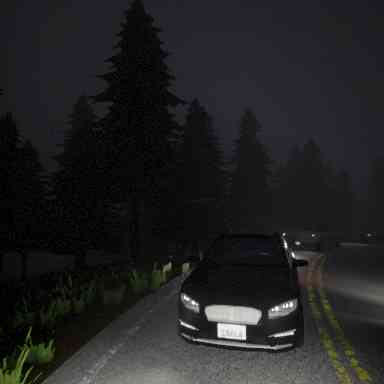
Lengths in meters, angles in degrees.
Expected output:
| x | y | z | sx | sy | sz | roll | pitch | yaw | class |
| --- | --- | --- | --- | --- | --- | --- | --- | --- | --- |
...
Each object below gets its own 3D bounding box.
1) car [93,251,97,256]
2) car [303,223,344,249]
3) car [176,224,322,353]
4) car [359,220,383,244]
| x | y | z | sx | sy | sz | roll | pitch | yaw | class |
| --- | --- | --- | --- | --- | --- | --- | --- | --- | --- |
| -20.296 | 13.649 | 72.940 | 4.181 | 1.381 | 1.994 | -2 | -5 | 31 | car |
| 6.470 | 2.305 | 17.649 | 1.895 | 1.301 | 4.718 | -3 | -6 | 39 | car |
| 1.129 | 1.561 | 6.581 | 2.128 | 1.511 | 4.902 | -1 | -2 | 15 | car |
| 15.788 | 3.220 | 26.430 | 5.566 | 2.045 | 2.150 | 8 | -8 | -28 | car |
